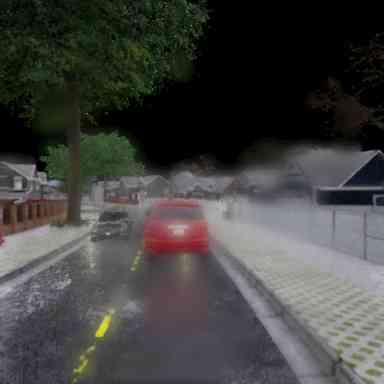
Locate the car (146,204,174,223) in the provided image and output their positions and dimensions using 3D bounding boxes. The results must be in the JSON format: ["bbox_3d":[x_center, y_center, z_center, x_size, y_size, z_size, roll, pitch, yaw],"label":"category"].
[{"bbox_3d":[-3.026,1.898,30.209,2.033,1.411,5.357,0,-1,-11],"label":"car"}]

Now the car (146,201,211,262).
[{"bbox_3d":[-0.595,1.368,12.873,2.150,2.045,5.566,0,0,-4],"label":"car"}]

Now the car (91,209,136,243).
[{"bbox_3d":[-4.010,1.708,17.359,1.837,1.490,4.892,0,-1,-7],"label":"car"}]
